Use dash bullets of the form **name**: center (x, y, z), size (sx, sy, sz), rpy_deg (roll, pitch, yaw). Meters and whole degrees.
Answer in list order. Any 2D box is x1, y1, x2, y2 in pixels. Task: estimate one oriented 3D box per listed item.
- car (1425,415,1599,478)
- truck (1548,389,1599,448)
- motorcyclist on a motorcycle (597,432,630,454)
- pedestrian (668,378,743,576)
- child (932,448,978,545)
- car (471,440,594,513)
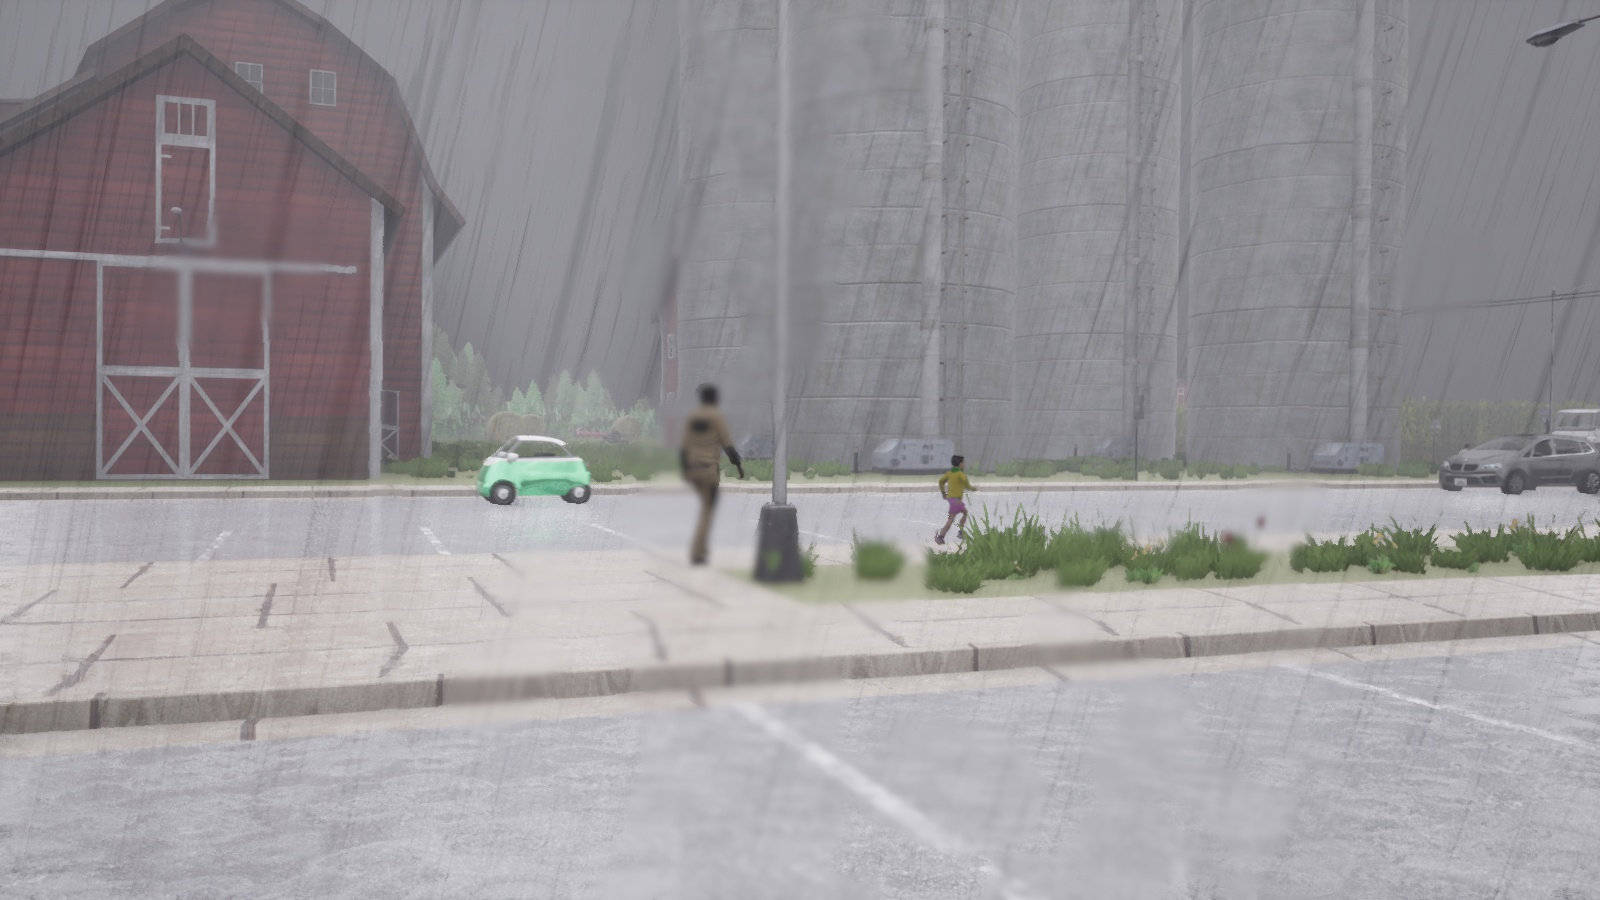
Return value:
- **car**: center (20.219, -0.136, 35.262), size (4.611, 1.667, 2.242), rpy_deg (-1, 1, -21)
- **truck**: center (50.338, -1.961, 77.470), size (7.936, 3.462, 2.891), rpy_deg (-1, 1, -20)
- **motorcyclist on a motorcycle**: center (-13.345, -0.500, 89.690), size (2.191, 1.530, 0.866), rpy_deg (-1, 1, -21)
- **pedestrian**: center (-0.949, 0.260, 12.653), size (0.396, 1.930, 0.692), rpy_deg (0, 1, 32)
- **child**: center (1.908, 0.564, 15.484), size (0.473, 1.160, 0.299), rpy_deg (-1, 1, -22)
- **car**: center (-5.394, 0.502, 25.245), size (2.207, 1.376, 1.481), rpy_deg (-1, 1, -21)
